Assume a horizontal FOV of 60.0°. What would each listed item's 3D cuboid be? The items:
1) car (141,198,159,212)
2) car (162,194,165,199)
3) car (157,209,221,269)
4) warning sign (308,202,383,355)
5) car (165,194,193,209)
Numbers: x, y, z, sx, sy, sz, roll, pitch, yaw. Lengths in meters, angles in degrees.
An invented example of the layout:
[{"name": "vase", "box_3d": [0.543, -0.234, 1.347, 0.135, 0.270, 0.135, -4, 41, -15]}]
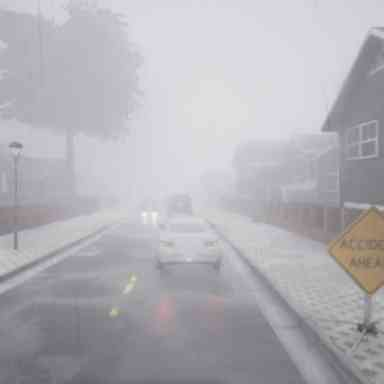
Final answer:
[{"name": "car", "box_3d": [-4.880, 1.480, 39.100, 2.128, 1.511, 4.902, 0, 0, -6]}, {"name": "car", "box_3d": [-6.693, 1.110, 84.432, 1.812, 1.442, 4.674, 0, 1, -4]}, {"name": "car", "box_3d": [-0.134, 1.517, 11.023, 1.812, 1.442, 4.674, 0, 0, -2]}, {"name": "warning sign", "box_3d": [2.504, 1.110, 4.700, 1.300, 1.860, 1.060, 1, 2, -1]}, {"name": "car", "box_3d": [-1.146, 1.204, 30.267, 2.150, 2.045, 5.566, 0, 0, -4]}]
